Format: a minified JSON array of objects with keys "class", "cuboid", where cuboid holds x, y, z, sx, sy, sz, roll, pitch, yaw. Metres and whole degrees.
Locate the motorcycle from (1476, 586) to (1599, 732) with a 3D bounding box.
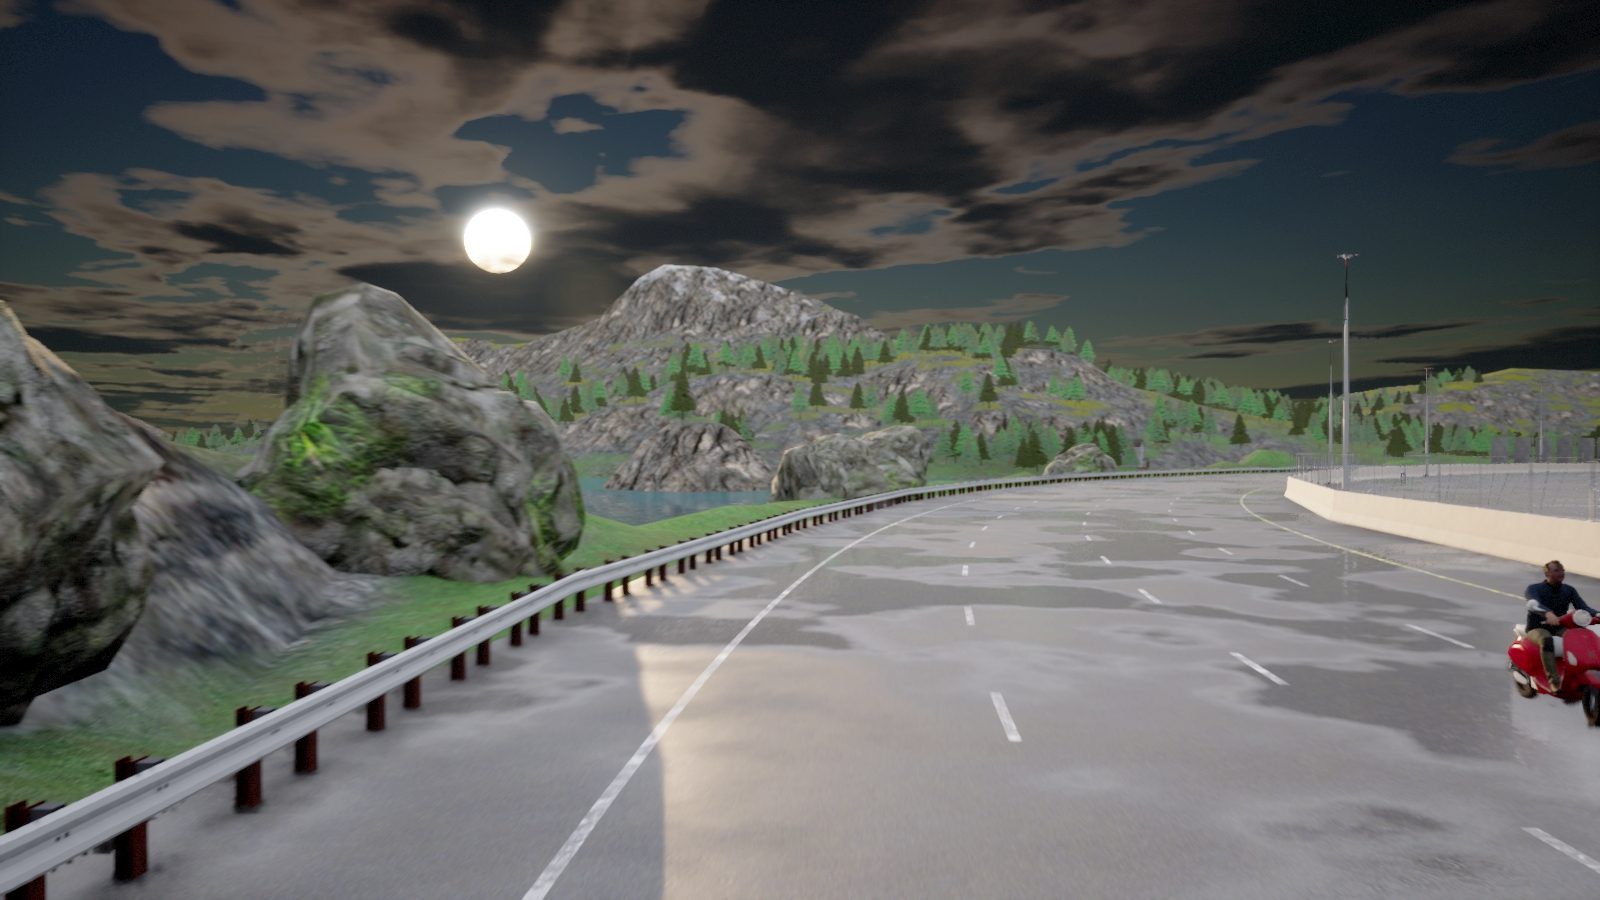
[{"class":"motorcycle","cuboid":[8.165,2.194,12.288,0.856,1.236,1.805,1,0,6]}]
